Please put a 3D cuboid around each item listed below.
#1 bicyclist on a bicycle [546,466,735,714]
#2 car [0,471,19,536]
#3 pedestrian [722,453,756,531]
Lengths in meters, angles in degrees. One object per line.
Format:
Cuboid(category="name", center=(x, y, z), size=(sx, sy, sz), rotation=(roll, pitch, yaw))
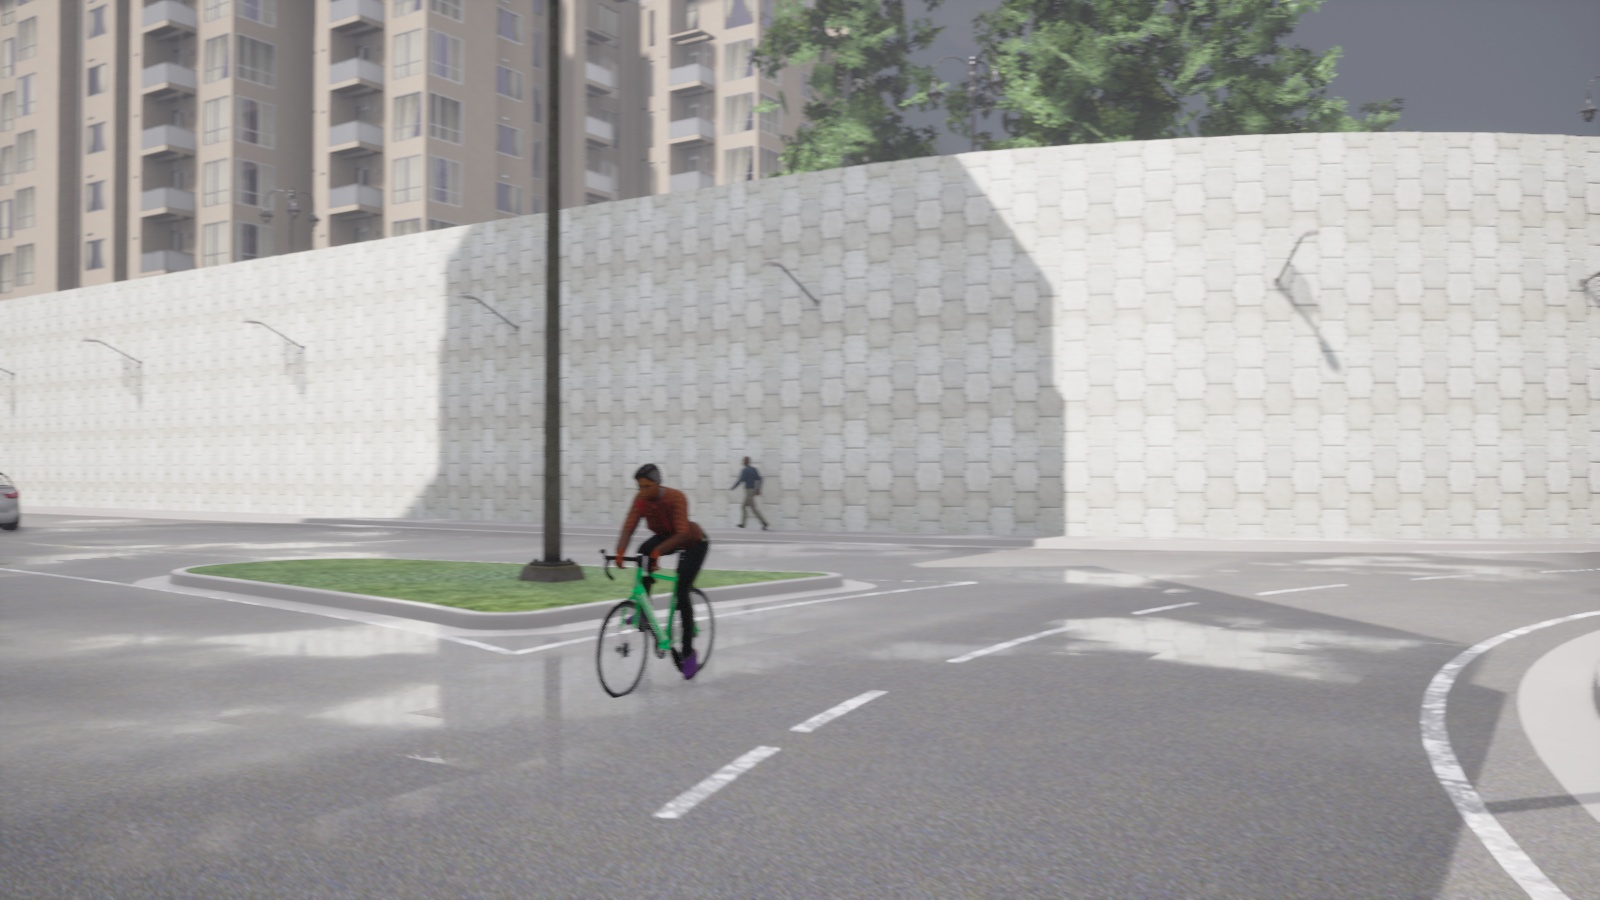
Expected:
Cuboid(category="bicyclist on a bicycle", center=(-1.118, 0.935, 9.170), size=(0.582, 1.620, 1.656), rotation=(-1, 0, 24))
Cuboid(category="car", center=(-22.920, 1.406, 33.122), size=(4.611, 1.667, 2.242), rotation=(-1, -1, 34))
Cuboid(category="pedestrian", center=(-1.467, 0.999, 30.083), size=(0.726, 1.835, 0.370), rotation=(-1, -1, 32))
